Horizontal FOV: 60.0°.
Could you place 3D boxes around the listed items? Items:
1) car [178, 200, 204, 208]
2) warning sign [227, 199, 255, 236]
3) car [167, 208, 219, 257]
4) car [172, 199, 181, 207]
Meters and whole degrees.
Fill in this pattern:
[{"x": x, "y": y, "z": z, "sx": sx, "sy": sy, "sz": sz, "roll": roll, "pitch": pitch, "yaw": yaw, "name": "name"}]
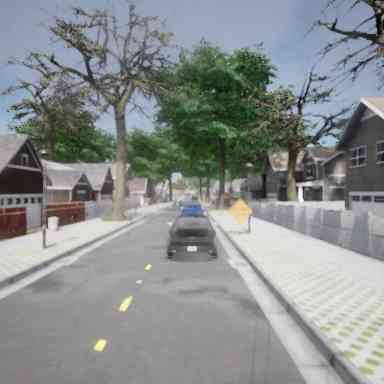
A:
[{"x": 0.035, "y": 1.774, "z": 29.248, "sx": 1.882, "sy": 1.535, "sz": 5.008, "roll": 0, "pitch": 0, "yaw": 0, "name": "car"}, {"x": 2.531, "y": 1.290, "z": 17.419, "sx": 1.300, "sy": 1.860, "sz": 1.060, "roll": 0, "pitch": 0, "yaw": 0, "name": "warning sign"}, {"x": 0.022, "y": 1.643, "z": 13.512, "sx": 1.837, "sy": 1.490, "sz": 4.892, "roll": 0, "pitch": 0, "yaw": 0, "name": "car"}, {"x": -2.742, "y": 2.174, "z": 65.004, "sx": 2.128, "sy": 1.511, "sz": 4.902, "roll": 0, "pitch": -1, "yaw": 0, "name": "car"}]
